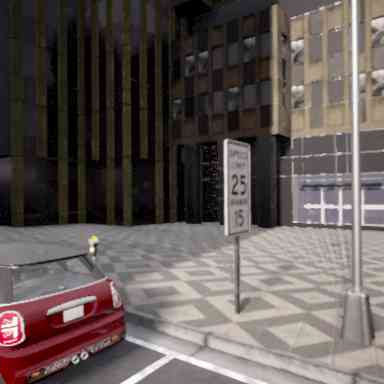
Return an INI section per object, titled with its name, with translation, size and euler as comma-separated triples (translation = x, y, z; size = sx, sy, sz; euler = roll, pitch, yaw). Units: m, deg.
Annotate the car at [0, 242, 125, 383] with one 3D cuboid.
[car]
translation = -2.991, 1.493, 5.098
size = 4.097, 1.590, 1.967
euler = -1, 0, 36
